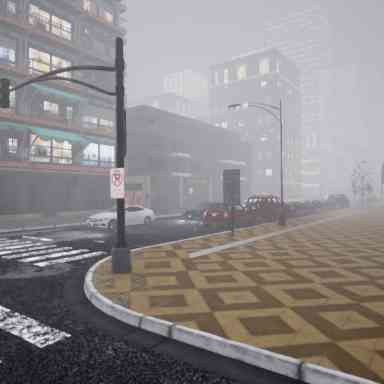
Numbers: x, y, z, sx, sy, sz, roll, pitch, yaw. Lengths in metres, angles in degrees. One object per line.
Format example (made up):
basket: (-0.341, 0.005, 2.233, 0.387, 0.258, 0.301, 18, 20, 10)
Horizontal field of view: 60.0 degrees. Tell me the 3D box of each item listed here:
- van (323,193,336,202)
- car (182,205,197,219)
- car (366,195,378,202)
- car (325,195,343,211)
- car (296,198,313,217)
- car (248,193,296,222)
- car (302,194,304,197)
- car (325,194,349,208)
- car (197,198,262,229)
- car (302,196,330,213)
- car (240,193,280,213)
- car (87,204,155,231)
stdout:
van: (29.209, 1.229, 70.499, 1.690, 1.788, 3.998, -1, 0, 36)
car: (1.405, 1.516, 28.480, 2.033, 1.411, 5.357, -1, 0, 36)
car: (35.561, 1.333, 65.833, 1.887, 1.381, 4.507, -1, 0, 36)
car: (15.694, 1.415, 38.788, 2.008, 1.369, 4.403, -1, 0, 36)
car: (9.072, 1.470, 29.772, 1.802, 1.307, 4.206, -1, 0, 36)
car: (5.758, 1.215, 25.266, 2.192, 1.841, 5.009, -1, 0, 36)
car: (22.488, 1.439, 61.346, 1.752, 1.417, 4.829, -1, 0, 36)
car: (19.003, 1.167, 43.296, 2.192, 1.841, 5.009, -1, 0, 36)
car: (2.448, 1.352, 20.758, 1.967, 1.590, 4.097, -1, 0, 36)
car: (12.383, 1.421, 34.280, 1.887, 1.381, 4.507, -1, 0, 36)
car: (7.649, 1.167, 36.976, 2.150, 2.045, 5.566, -1, 0, 36)
car: (-4.294, 1.515, 20.727, 1.812, 1.442, 4.674, -1, 0, 36)
